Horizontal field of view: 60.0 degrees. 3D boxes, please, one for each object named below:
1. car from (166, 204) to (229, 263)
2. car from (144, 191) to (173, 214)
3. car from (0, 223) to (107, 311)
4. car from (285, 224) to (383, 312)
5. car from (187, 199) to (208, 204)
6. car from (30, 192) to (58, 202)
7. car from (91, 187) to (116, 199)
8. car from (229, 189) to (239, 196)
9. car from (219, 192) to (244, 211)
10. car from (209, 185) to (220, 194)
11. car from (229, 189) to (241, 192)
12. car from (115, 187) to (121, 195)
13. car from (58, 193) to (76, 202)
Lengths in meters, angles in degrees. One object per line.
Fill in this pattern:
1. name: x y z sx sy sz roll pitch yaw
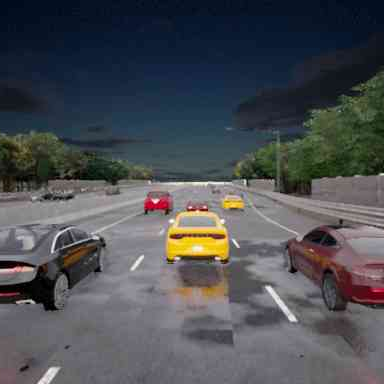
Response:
1. car: 0.182 1.424 11.830 1.882 1.535 5.008 0 1 1
2. car: -2.973 0.875 30.343 2.150 2.045 5.566 0 1 2
3. car: -3.356 1.468 7.678 2.128 1.511 4.902 0 0 0
4. car: 3.507 1.461 7.551 1.812 1.442 4.674 0 0 1
5. car: 0.520 1.260 29.974 1.895 1.301 4.718 0 1 2
6. car: -22.781 0.699 50.363 2.128 1.511 4.902 0 2 -1
7. car: -13.046 0.602 48.266 2.097 1.767 4.553 0 2 3
8. car: 8.937 0.078 71.007 1.895 1.301 4.718 0 2 2
9. car: 4.025 1.052 33.757 1.882 1.535 5.008 0 1 2
10. car: 5.886 -0.338 82.430 1.812 1.442 4.674 0 2 2
11. car: 8.409 0.431 60.954 1.994 1.385 4.181 0 2 4
12. car: -15.778 -0.037 66.132 2.150 2.045 5.566 0 2 2
13. car: -19.854 0.772 51.588 1.895 1.301 4.718 0 2 2
